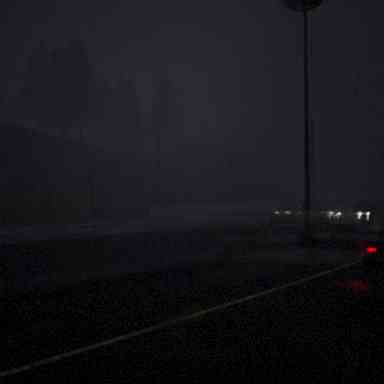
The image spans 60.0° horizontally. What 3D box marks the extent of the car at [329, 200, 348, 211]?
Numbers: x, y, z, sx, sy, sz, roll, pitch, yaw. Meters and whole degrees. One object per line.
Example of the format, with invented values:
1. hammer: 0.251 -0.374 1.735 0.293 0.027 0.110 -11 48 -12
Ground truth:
1. car: 21.021 1.937 47.722 2.128 1.511 4.902 -1 -1 35

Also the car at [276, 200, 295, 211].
1. car: 14.445 2.005 50.545 1.882 1.535 5.008 -1 -1 35

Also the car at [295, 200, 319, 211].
1. car: 16.984 1.984 48.089 1.837 1.490 4.892 -1 -1 35

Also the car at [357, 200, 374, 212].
1. car: 24.075 1.893 45.978 2.128 1.511 4.902 -1 -1 35

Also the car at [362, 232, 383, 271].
1. car: 7.122 1.629 10.293 5.357 1.411 2.033 0 -1 -43
